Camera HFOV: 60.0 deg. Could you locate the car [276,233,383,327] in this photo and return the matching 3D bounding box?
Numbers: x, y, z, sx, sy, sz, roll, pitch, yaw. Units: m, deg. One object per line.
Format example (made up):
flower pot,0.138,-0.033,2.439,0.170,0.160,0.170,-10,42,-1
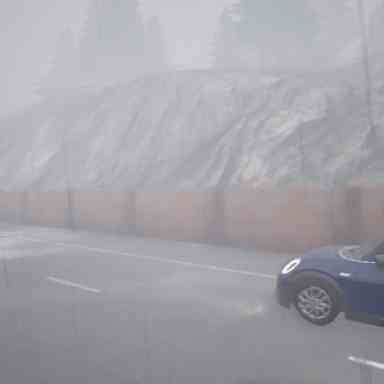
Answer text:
car,3.790,1.350,5.598,4.553,1.767,2.097,0,0,35
